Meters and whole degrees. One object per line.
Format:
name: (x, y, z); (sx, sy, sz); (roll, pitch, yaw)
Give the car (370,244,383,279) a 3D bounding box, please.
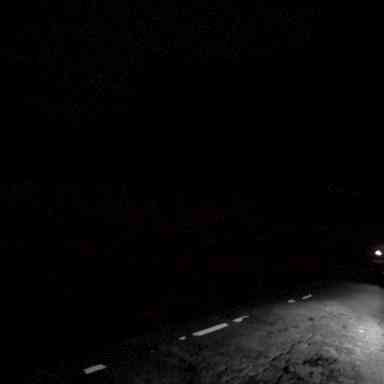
car: (6.600, 1.562, 8.942); (4.718, 1.301, 1.895); (0, 0, -42)
